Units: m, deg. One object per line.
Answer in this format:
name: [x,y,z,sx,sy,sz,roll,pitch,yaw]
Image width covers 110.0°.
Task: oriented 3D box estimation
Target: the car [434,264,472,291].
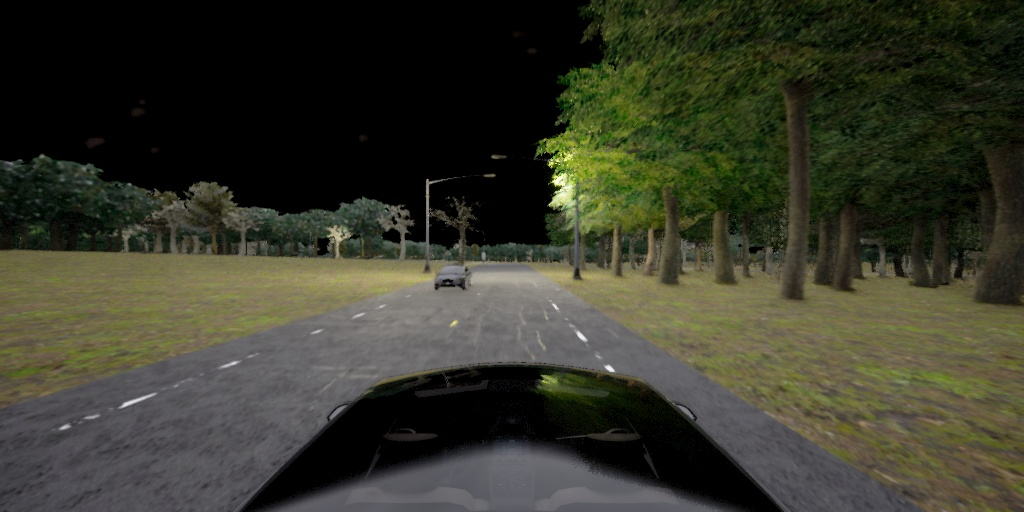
car: [-3.594,1.290,22.516,1.837,1.490,4.892,0,0,0]
